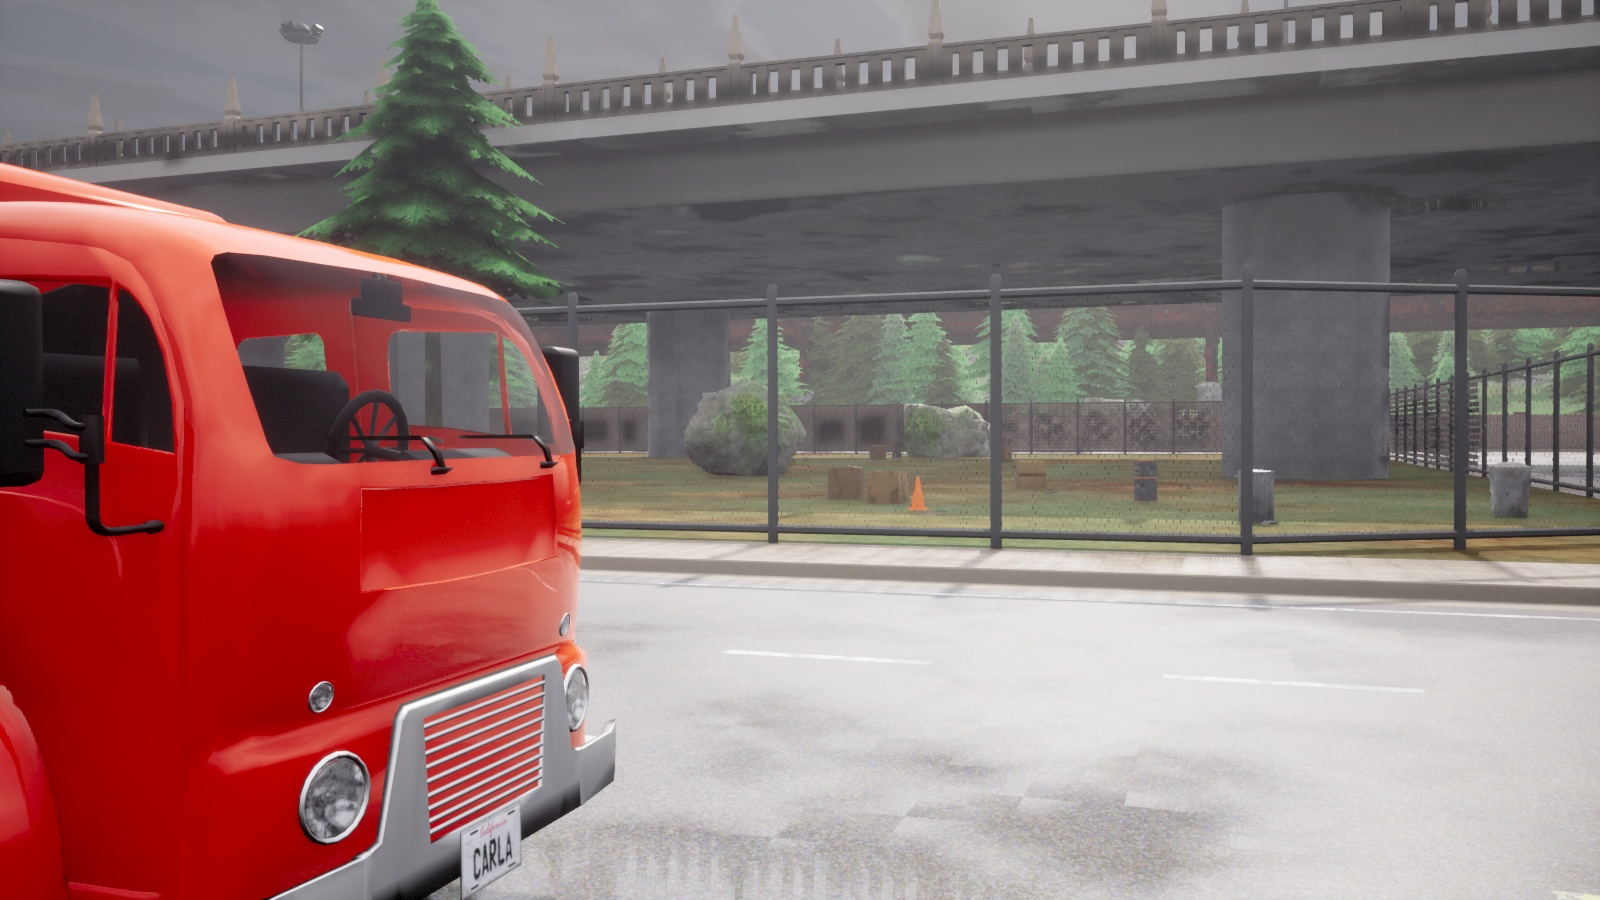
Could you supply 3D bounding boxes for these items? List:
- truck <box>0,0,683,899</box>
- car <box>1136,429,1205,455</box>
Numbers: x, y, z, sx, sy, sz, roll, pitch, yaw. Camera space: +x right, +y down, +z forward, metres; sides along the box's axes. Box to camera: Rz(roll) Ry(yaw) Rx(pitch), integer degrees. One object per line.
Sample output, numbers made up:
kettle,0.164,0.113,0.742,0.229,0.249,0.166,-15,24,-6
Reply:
truck,-3.327,0.258,4.304,5.204,2.467,2.627,1,1,19
car,25.740,-0.560,87.262,4.553,1.767,2.097,1,1,18
